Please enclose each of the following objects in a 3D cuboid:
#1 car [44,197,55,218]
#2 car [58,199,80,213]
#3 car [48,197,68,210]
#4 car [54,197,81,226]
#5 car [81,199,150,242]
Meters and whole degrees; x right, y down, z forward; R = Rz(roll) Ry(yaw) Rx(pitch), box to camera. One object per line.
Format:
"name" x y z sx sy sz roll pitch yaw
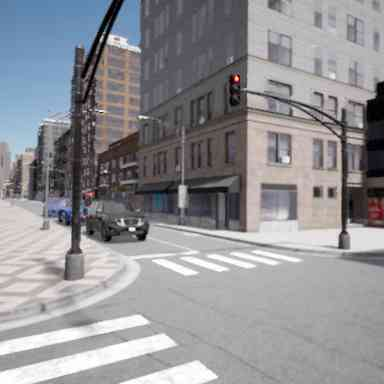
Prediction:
"car" -14.886 1.669 36.510 2.150 2.045 5.566 2 -1 -30
"car" -17.573 1.975 47.374 2.097 1.767 4.553 2 -1 -30
"car" -22.503 1.940 55.838 2.150 2.045 5.566 2 -1 -32
"car" -9.461 1.567 27.229 2.150 2.045 5.566 2 -1 -30
"car" -4.255 1.467 18.343 2.150 2.045 5.566 2 -1 -30
